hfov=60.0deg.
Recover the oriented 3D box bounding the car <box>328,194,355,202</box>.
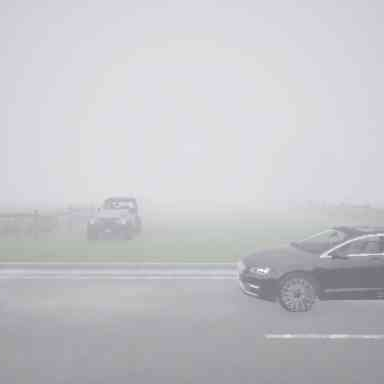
[{"bbox_3d":[27.390,1.210,60.824,4.605,1.855,1.932,0,0,1],"label":"car"}]

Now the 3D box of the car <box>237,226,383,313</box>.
[{"bbox_3d":[3.436,1.490,7.012,4.902,1.511,2.128,0,0,1],"label":"car"}]

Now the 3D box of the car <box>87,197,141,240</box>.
[{"bbox_3d":[-3.572,1.213,15.899,1.905,1.878,3.866,0,0,1],"label":"car"}]
